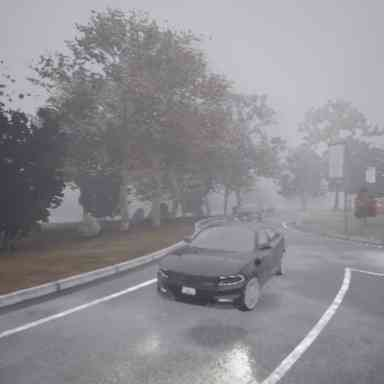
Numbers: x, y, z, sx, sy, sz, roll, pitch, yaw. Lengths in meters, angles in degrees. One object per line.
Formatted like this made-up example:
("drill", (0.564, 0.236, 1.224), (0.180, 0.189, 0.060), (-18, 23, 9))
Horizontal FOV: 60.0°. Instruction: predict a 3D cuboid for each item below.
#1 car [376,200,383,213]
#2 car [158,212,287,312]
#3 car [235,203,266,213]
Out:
("car", (21.455, 1.644, 37.583), (4.553, 1.767, 2.097), (-1, 0, 7))
("car", (1.025, 1.486, 8.107), (1.882, 1.535, 5.008), (1, 0, 26))
("car", (4.620, 1.643, 26.035), (1.837, 1.490, 4.892), (-1, -1, 19))
